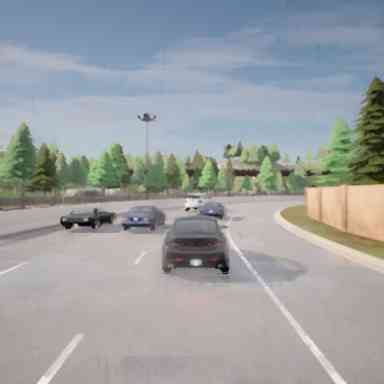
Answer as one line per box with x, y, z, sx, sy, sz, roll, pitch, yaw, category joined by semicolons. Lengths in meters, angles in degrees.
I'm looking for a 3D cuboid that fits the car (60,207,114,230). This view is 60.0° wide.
-6.341;1.594;20.962;1.895;1.301;4.718;0;0;5;car

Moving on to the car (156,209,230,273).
0.118;1.499;10.678;1.837;1.490;4.892;0;0;0;car

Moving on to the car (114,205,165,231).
-2.859;1.539;20.720;2.033;1.411;5.357;0;0;5;car

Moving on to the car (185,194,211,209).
0.889;1.202;39.085;2.150;2.045;5.566;0;0;17;car

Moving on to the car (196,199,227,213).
1.909;1.548;28.777;1.994;1.385;4.181;0;0;11;car
